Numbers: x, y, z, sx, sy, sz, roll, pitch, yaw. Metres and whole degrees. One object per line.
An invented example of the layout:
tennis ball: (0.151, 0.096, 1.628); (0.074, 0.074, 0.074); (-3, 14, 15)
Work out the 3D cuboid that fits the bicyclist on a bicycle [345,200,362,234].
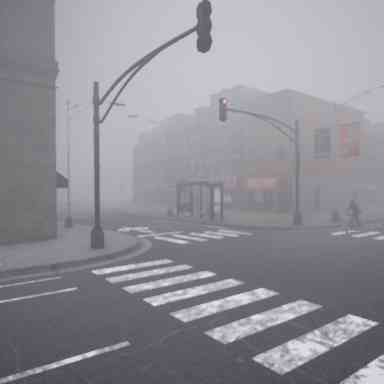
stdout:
bicyclist on a bicycle: (7.963, 1.237, 16.352); (1.656, 1.620, 0.582); (-1, 1, -37)
